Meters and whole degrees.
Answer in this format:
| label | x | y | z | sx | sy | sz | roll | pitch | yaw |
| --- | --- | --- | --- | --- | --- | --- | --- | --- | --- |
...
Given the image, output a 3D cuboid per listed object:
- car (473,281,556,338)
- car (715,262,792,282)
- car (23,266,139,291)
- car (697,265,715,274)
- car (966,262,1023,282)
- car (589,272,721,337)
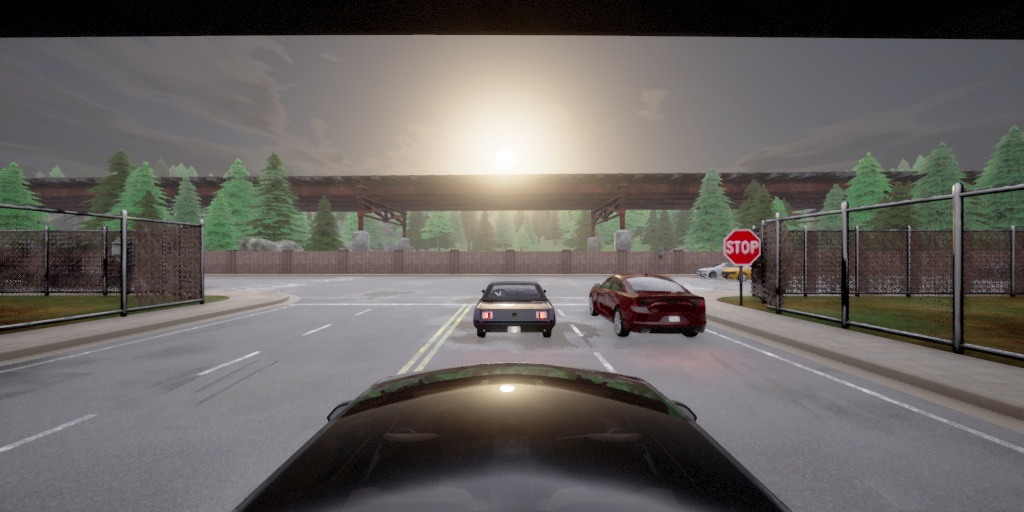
| label | x | y | z | sx | sy | sz | roll | pitch | yaw |
| --- | --- | --- | --- | --- | --- | --- | --- | --- | --- |
| car | 0.058 | 1.351 | 10.216 | 1.895 | 1.301 | 4.718 | 0 | 0 | 0 |
| car | 19.302 | 1.227 | 28.397 | 5.008 | 1.535 | 1.882 | -1 | 0 | 0 |
| car | -25.689 | 1.297 | 21.461 | 5.357 | 1.411 | 2.033 | 0 | 0 | -1 |
| car | 18.936 | 1.276 | 31.881 | 4.674 | 1.442 | 1.812 | -1 | 0 | 0 |
| car | 38.391 | 1.227 | 28.255 | 5.008 | 1.535 | 1.882 | 0 | 0 | 1 |
| car | 3.558 | 1.227 | 10.325 | 1.882 | 1.535 | 5.008 | 0 | 0 | 0 |
